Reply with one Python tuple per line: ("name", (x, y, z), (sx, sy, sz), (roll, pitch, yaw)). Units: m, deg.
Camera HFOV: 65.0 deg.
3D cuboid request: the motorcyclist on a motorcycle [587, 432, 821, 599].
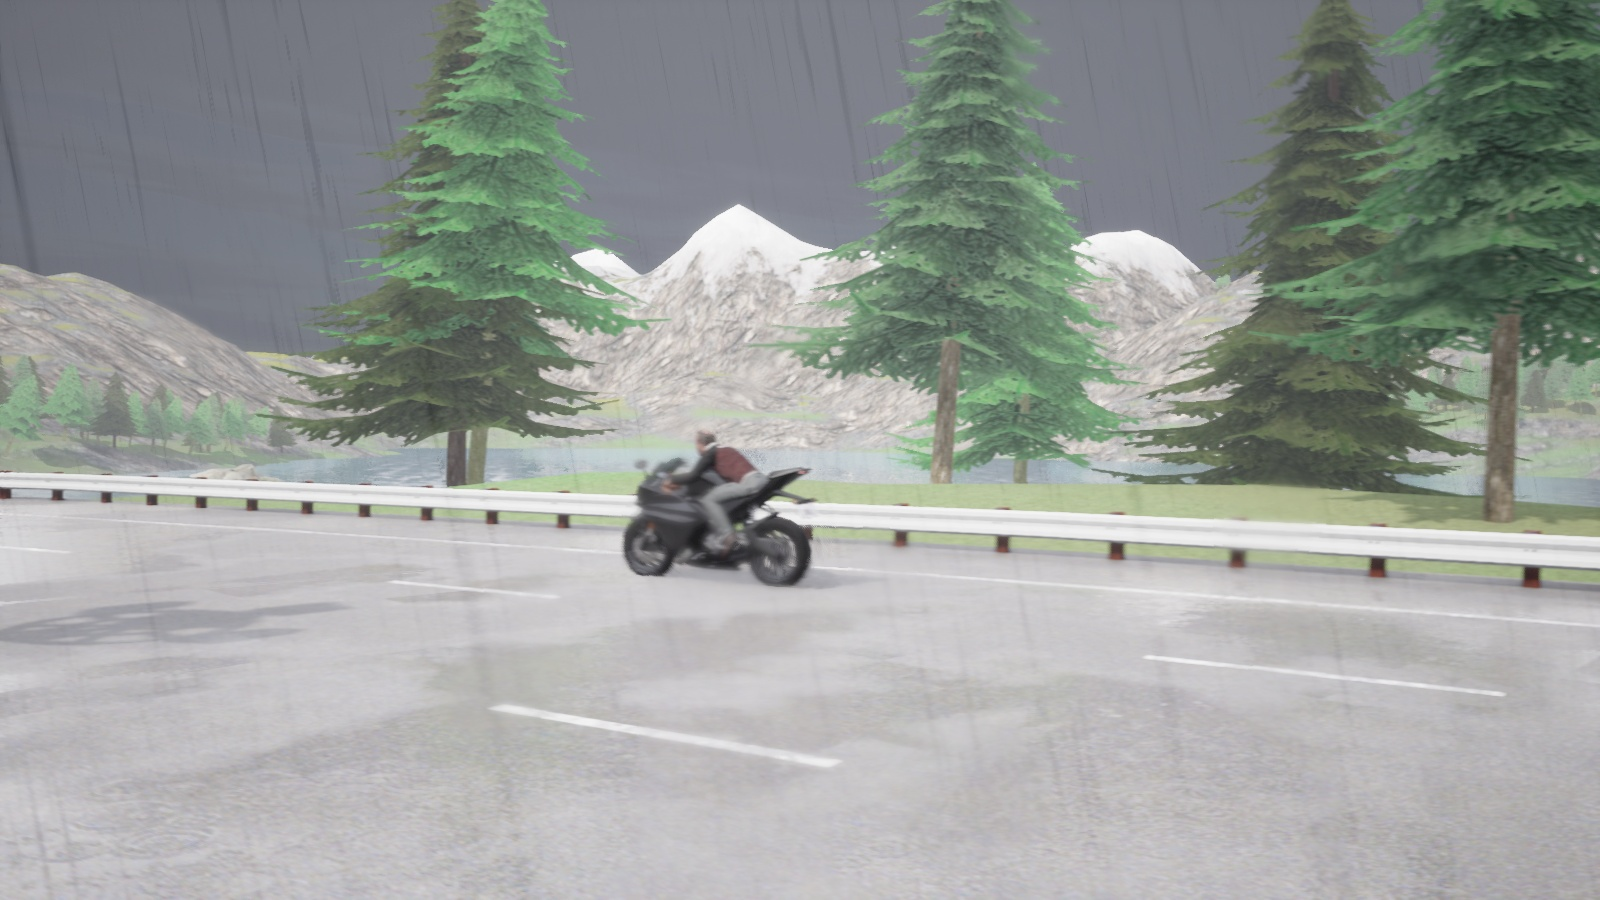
("motorcyclist on a motorcycle", (-0.970, 0.601, 12.473), (2.191, 1.530, 0.866), (0, 1, 31))
